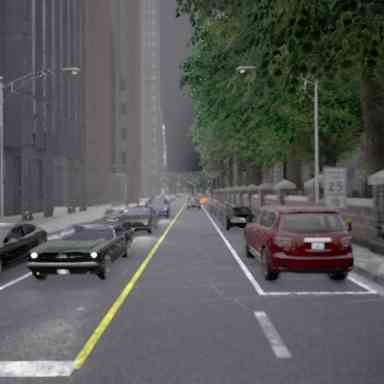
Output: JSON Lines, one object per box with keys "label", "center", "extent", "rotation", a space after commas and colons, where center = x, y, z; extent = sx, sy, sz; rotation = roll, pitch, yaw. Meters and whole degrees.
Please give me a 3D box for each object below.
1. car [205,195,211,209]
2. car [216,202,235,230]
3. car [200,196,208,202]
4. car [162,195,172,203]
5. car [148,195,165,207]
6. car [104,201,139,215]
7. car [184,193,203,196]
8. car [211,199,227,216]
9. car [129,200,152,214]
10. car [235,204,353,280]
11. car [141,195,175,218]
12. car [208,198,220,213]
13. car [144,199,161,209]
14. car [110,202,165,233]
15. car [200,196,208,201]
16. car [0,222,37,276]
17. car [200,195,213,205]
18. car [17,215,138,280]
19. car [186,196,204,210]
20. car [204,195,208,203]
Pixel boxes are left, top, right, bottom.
{"label": "car", "center": [2.855, 1.441, 36.988], "extent": [1.967, 1.590, 4.097], "rotation": [0, 0, 0]}
{"label": "car", "center": [2.812, 1.542, 20.618], "extent": [1.947, 1.339, 4.313], "rotation": [0, 0, 0]}
{"label": "car", "center": [2.975, 1.604, 80.809], "extent": [1.752, 1.417, 4.829], "rotation": [0, 0, 0]}
{"label": "car", "center": [-5.566, 1.571, 75.203], "extent": [1.967, 1.590, 4.097], "rotation": [0, 0, 0]}
{"label": "car", "center": [-5.626, 1.404, 53.375], "extent": [2.192, 1.841, 5.009], "rotation": [0, 0, 0]}
{"label": "car", "center": [-5.699, 1.599, 26.090], "extent": [2.008, 1.369, 4.403], "rotation": [0, 0, 0]}
{"label": "car", "center": [0.239, 1.399, 54.243], "extent": [2.097, 1.767, 4.553], "rotation": [0, 0, 0]}
{"label": "car", "center": [2.826, 1.535, 26.074], "extent": [2.008, 1.369, 4.403], "rotation": [0, 0, 0]}
{"label": "car", "center": [-5.669, 1.647, 37.004], "extent": [1.802, 1.307, 4.206], "rotation": [0, 0, 0]}
{"label": "car", "center": [2.780, 1.276, 9.706], "extent": [2.192, 1.841, 5.009], "rotation": [0, 0, 0]}
{"label": "car", "center": [-3.015, 1.387, 30.252], "extent": [2.097, 1.767, 4.553], "rotation": [0, 0, 0]}
{"label": "car", "center": [2.841, 1.543, 31.531], "extent": [2.008, 1.369, 4.403], "rotation": [0, 0, 0]}
{"label": "car", "center": [-5.639, 1.663, 47.918], "extent": [1.802, 1.307, 4.206], "rotation": [0, 0, 0]}
{"label": "car", "center": [-3.047, 1.567, 19.976], "extent": [2.033, 1.411, 5.357], "rotation": [0, 0, 1]}
{"label": "car", "center": [2.990, 1.656, 86.096], "extent": [1.947, 1.339, 4.313], "rotation": [0, 0, 0]}
{"label": "car", "center": [-5.743, 1.591, 9.719], "extent": [1.947, 1.339, 4.313], "rotation": [0, 0, 0]}
{"label": "car", "center": [2.543, 1.396, 60.332], "extent": [2.097, 1.767, 4.553], "rotation": [0, 0, 0]}
{"label": "car", "center": [-3.079, 1.606, 10.159], "extent": [1.895, 1.301, 4.718], "rotation": [0, 0, 0]}
{"label": "car", "center": [0.216, 1.578, 43.820], "extent": [2.033, 1.411, 5.357], "rotation": [0, 0, 0]}
{"label": "car", "center": [2.870, 1.449, 42.444], "extent": [1.967, 1.590, 4.097], "rotation": [0, 0, 0]}
